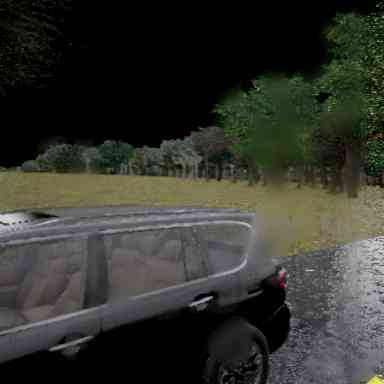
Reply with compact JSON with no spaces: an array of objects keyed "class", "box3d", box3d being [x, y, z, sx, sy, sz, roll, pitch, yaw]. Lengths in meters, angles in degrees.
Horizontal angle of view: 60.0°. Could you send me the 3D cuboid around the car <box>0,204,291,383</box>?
[{"class":"car","box3d":[-1.362,1.179,3.040,5.566,2.045,2.150,0,1,-40]}]
